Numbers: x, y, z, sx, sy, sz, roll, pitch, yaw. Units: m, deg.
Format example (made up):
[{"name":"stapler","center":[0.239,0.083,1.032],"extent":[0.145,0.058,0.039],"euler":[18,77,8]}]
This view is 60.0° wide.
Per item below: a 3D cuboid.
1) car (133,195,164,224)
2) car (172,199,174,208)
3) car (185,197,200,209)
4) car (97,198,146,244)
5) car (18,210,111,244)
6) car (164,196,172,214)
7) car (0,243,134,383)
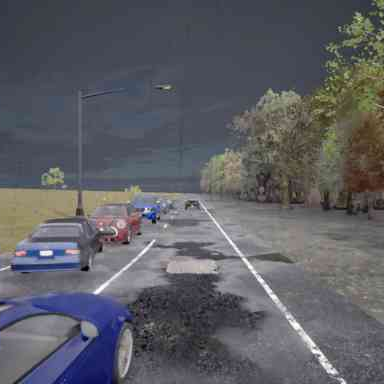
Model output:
[{"name":"car","center":[-3.612,1.223,25.268],"extent":[2.150,2.045,5.566],"euler":[0,0,-1]},{"name":"car","center":[-3.607,1.347,45.280],"extent":[2.097,1.767,4.553],"euler":[0,0,0]},{"name":"car","center":[0.045,1.500,44.313],"extent":[1.837,1.490,4.892],"euler":[0,0,0]},{"name":"car","center":[-3.680,1.354,15.612],"extent":[2.097,1.767,4.553],"euler":[0,0,1]},{"name":"car","center":[-3.987,1.549,10.663],"extent":[2.033,1.411,5.357],"euler":[0,0,-9]},{"name":"car","center":[-3.605,1.351,35.273],"extent":[2.097,1.767,4.553],"euler":[0,0,0]},{"name":"car","center":[-1.844,1.526,2.482],"extent":[1.812,1.442,4.674],"euler":[0,0,6]}]
